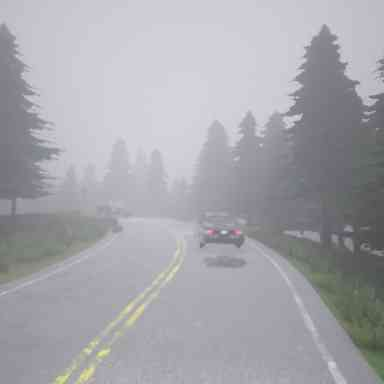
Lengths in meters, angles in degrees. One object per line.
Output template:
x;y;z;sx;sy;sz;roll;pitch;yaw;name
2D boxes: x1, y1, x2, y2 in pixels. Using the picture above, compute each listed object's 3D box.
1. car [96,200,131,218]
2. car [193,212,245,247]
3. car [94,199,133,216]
-7.124;1.504;29.768;1.812;1.442;4.674;5;-3;-34;car
1.101;1.651;15.570;2.033;1.411;5.357;2;-1;-4;car
-8.805;1.762;37.117;2.097;1.767;4.553;6;-6;-43;car
